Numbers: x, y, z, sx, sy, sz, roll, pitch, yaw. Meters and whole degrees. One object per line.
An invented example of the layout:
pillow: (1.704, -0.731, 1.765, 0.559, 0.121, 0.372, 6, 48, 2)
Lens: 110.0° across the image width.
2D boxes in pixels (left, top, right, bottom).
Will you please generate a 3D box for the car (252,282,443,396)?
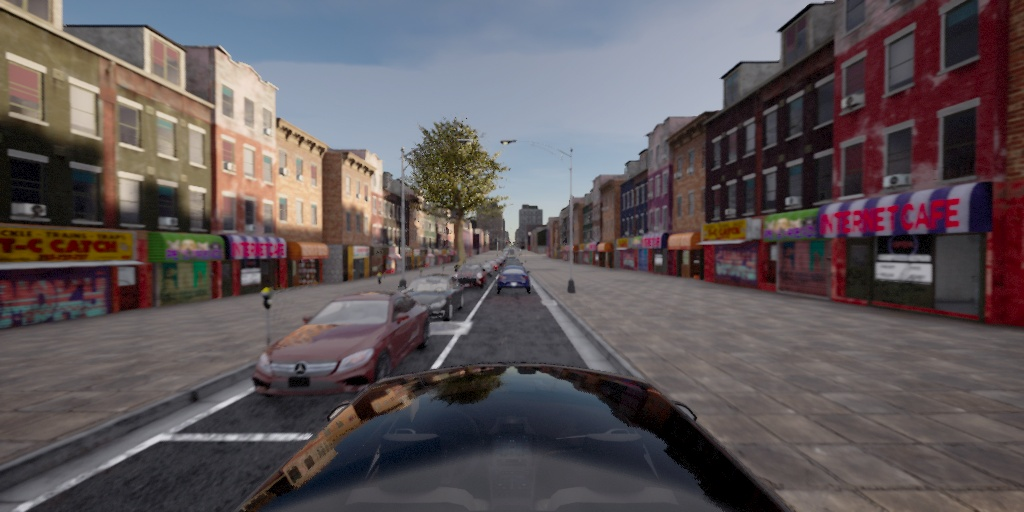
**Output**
car: (-2.639, 1.334, 6.554, 1.802, 1.307, 4.207, 0, 0, 0)

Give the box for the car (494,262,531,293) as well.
car: (0.097, 1.275, 20.824, 1.812, 1.442, 4.674, 0, 0, 0)

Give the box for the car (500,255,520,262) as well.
car: (0.094, 1.060, 36.890, 2.097, 1.767, 4.553, 0, 0, 0)

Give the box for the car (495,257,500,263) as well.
car: (-2.645, 1.215, 45.302, 1.888, 1.381, 4.507, 0, 0, 0)

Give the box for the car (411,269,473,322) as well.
car: (-2.640, 1.304, 12.088, 2.007, 1.370, 4.403, 0, 0, 0)

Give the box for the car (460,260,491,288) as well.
car: (-2.642, 1.186, 23.159, 1.967, 1.591, 4.097, 0, 0, 0)

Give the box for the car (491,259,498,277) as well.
car: (-2.643, 1.268, 34.231, 2.007, 1.370, 4.403, 0, 0, 0)
